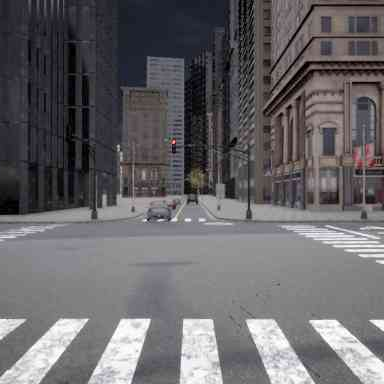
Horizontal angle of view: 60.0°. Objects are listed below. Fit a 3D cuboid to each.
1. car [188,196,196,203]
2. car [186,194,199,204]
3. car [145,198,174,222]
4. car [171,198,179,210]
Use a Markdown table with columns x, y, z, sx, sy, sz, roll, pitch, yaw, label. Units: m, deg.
| x | y | z | sx | sy | sz | roll | pitch | yaw | label |
| --- | --- | --- | --- | --- | --- | --- | --- | --- | --- |
| 0.000 | 1.657 | 75.286 | 1.837 | 1.490 | 4.892 | 0 | 0 | 0 | car |
| 0.102 | 1.341 | 64.856 | 2.150 | 2.045 | 5.566 | 0 | 0 | 0 | car |
| -2.717 | 1.533 | 27.119 | 1.837 | 1.490 | 4.892 | 0 | 0 | -6 | car |
| -3.071 | 1.538 | 43.468 | 1.882 | 1.535 | 5.008 | 0 | 0 | 0 | car |
